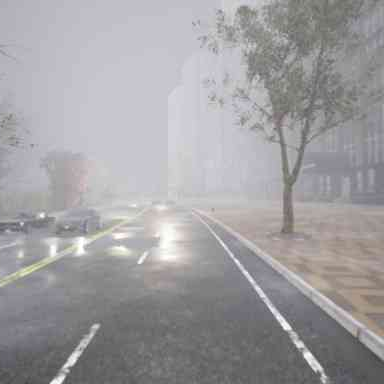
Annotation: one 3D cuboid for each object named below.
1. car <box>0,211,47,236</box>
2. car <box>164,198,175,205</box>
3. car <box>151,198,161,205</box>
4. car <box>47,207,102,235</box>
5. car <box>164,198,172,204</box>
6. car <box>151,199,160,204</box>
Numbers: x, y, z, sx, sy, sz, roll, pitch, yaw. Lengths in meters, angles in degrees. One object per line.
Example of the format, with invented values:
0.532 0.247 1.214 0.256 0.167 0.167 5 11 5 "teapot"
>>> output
-10.180 1.854 20.540 1.895 1.301 4.718 0 -1 -2 "car"
-4.904 2.317 76.457 2.128 1.511 4.902 0 -1 -7 "car"
-8.232 2.176 76.885 2.097 1.767 4.553 0 -1 -7 "car"
-6.933 1.738 20.638 1.837 1.490 4.892 0 -1 -2 "car"
-6.237 2.333 86.493 1.812 1.442 4.674 0 -1 -8 "car"
-9.571 2.440 86.864 2.033 1.411 5.357 0 -1 -8 "car"
